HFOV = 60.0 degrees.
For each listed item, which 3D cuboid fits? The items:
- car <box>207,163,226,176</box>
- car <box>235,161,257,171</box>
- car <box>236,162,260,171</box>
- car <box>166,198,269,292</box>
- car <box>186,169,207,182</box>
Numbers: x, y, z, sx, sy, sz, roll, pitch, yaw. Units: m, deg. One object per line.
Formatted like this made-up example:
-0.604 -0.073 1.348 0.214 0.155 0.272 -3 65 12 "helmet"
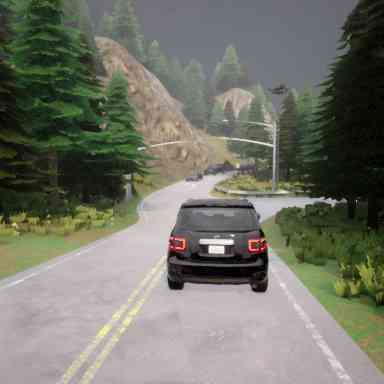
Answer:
4.463 -4.334 63.769 2.150 2.045 5.566 3 10 36 "car"
11.501 -5.590 70.918 4.553 1.767 2.097 -9 9 -36 "car"
11.770 -4.902 66.794 4.892 1.490 1.837 -11 9 -41 "car"
0.707 1.173 8.985 2.150 2.045 5.566 0 0 5 "car"
0.439 -2.527 55.236 1.994 1.385 4.181 2 10 19 "car"
